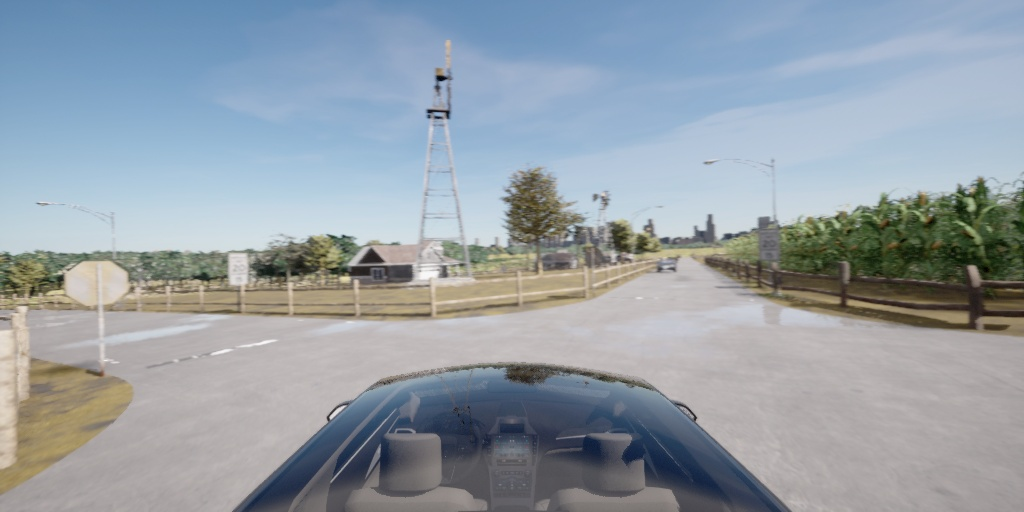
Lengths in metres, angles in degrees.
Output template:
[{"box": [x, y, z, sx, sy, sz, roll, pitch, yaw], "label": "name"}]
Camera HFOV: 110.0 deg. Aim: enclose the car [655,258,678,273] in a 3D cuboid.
[{"box": [16.256, 0.959, 37.664, 2.128, 1.511, 4.902, -2, -1, 26], "label": "car"}]
